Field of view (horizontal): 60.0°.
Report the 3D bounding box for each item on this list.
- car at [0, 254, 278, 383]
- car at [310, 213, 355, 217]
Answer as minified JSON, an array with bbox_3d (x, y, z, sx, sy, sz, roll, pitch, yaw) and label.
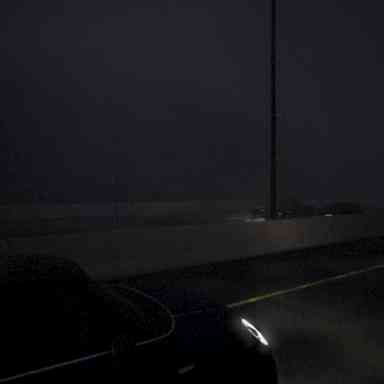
[{"bbox_3d":[-1.385,1.352,2.757,4.553,1.767,2.097,0,0,-35],"label":"car"},{"bbox_3d":[10.781,1.500,24.574,4.892,1.490,1.837,0,0,-36],"label":"car"}]
